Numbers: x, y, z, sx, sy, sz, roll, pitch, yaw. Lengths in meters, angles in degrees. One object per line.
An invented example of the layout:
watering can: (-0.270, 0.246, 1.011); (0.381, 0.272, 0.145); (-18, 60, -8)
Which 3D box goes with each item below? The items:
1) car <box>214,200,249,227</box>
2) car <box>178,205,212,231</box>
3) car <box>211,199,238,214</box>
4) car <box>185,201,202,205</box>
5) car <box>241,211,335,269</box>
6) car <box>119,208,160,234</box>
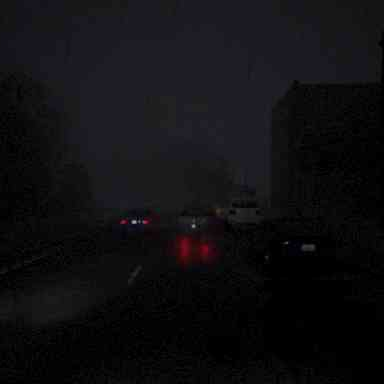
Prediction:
car: (3.239, 1.718, 28.405); (1.946, 1.575, 5.366); (0, 0, 0)
car: (0.111, 1.788, 22.111); (1.895, 1.301, 4.718); (0, 0, 0)
car: (3.242, 1.764, 33.930); (1.946, 1.575, 5.366); (0, 0, 0)
car: (0.179, 1.825, 39.357); (2.128, 1.511, 4.902); (0, -1, 1)
car: (3.234, 1.608, 11.550); (2.163, 1.488, 4.792); (0, 0, 0)
car: (-3.140, 1.722, 20.630); (2.033, 1.411, 5.357); (0, 0, 0)
